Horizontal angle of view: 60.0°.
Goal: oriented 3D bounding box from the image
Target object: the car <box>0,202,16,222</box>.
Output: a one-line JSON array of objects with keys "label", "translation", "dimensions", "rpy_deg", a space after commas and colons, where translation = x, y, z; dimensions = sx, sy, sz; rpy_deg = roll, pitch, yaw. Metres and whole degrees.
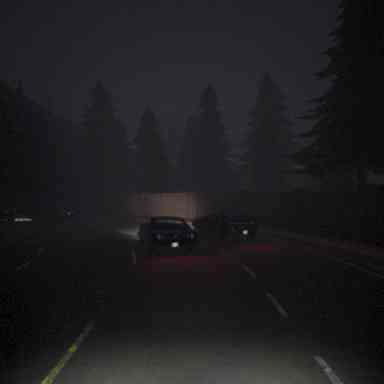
[{"label": "car", "translation": [-17.352, 1.656, 28.184], "dimensions": [4.553, 1.767, 2.097], "rpy_deg": [0, -1, 18]}]

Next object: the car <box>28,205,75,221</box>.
[{"label": "car", "translation": [-12.780, 1.890, 30.291], "dimensions": [4.181, 1.385, 1.994], "rpy_deg": [0, -1, 21]}]

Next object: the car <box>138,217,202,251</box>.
[{"label": "car", "translation": [-1.256, 1.763, 14.954], "dimensions": [1.895, 1.301, 4.718], "rpy_deg": [0, -1, -16]}]

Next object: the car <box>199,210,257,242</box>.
[{"label": "car", "translation": [1.581, 1.683, 17.728], "dimensions": [2.128, 1.511, 4.902], "rpy_deg": [1, -1, -22]}]
